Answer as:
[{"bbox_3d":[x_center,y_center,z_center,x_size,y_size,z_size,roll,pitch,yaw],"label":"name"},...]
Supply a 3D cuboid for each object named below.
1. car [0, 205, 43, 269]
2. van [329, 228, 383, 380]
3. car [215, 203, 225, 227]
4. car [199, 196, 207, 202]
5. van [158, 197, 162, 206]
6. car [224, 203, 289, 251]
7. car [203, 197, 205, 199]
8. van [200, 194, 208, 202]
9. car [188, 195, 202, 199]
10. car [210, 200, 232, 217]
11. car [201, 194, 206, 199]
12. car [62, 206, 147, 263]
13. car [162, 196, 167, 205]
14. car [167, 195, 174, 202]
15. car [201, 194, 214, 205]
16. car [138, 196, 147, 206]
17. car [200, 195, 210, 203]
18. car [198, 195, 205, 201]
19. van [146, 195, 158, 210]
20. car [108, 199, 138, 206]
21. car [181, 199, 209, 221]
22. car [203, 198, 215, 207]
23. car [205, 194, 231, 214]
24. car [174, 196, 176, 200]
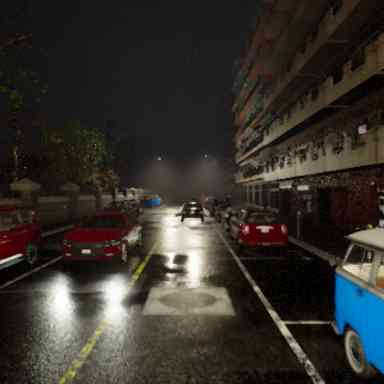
[{"bbox_3d":[-5.689,1.314,8.553,2.192,1.841,5.009,0,0,0],"label":"car"},{"bbox_3d":[2.693,1.341,2.924,1.690,1.788,3.998,0,0,0],"label":"van"},{"bbox_3d":[2.689,1.553,19.815,2.008,1.369,4.403,0,0,0],"label":"car"},{"bbox_3d":[2.679,1.645,81.747,1.947,1.339,4.313,0,0,0],"label":"car"},{"bbox_3d":[-5.695,1.362,47.963,1.690,1.788,3.998,0,0,0],"label":"van"},{"bbox_3d":[2.691,1.441,14.185,1.967,1.590,4.097,0,0,0],"label":"car"},{"bbox_3d":[2.685,1.561,42.335,1.887,1.381,4.507,0,0,0],"label":"car"},{"bbox_3d":[2.680,1.410,76.117,1.690,1.788,3.998,0,0,0],"label":"van"},{"bbox_3d":[0.084,1.525,46.174,1.837,1.490,4.892,0,0,0],"label":"car"},{"bbox_3d":[2.689,1.549,25.444,1.887,1.381,4.507,0,0,0],"label":"car"},{"bbox_3d":[2.685,1.462,47.964,1.967,1.590,4.097,0,0,0],"label":"car"},{"bbox_3d":[-3.053,1.477,12.182,1.882,1.535,5.008,0,0,0],"label":"car"},{"bbox_3d":[-5.697,1.579,53.593,2.008,1.369,4.403,0,0,0],"label":"car"},{"bbox_3d":[-5.700,1.593,75.945,1.752,1.417,4.829,0,0,0],"label":"car"},{"bbox_3d":[2.683,1.354,59.225,2.192,1.841,5.009,0,0,0],"label":"car"},{"bbox_3d":[-5.692,1.446,31.073,1.967,1.590,4.097,0,0,0],"label":"car"},{"bbox_3d":[2.681,1.499,70.485,1.967,1.590,4.097,0,0,0],"label":"car"},{"bbox_3d":[2.677,1.645,93.008,1.887,1.381,4.507,0,0,0],"label":"car"},{"bbox_3d":[-5.695,1.356,42.334,1.690,1.788,3.998,0,0,0],"label":"van"},{"bbox_3d":[-5.692,1.443,25.444,1.967,1.590,4.097,0,0,0],"label":"car"},{"bbox_3d":[0.055,1.552,26.912,2.033,1.411,5.357,0,0,0],"label":"car"},{"bbox_3d":[2.683,1.612,53.596,1.802,1.307,4.206,0,0,0],"label":"car"},{"bbox_3d":[2.689,1.322,31.075,2.192,1.841,5.009,0,0,0],"label":"car"},{"bbox_3d":[-5.703,1.665,93.007,1.947,1.339,4.313,0,0,0],"label":"car"}]
